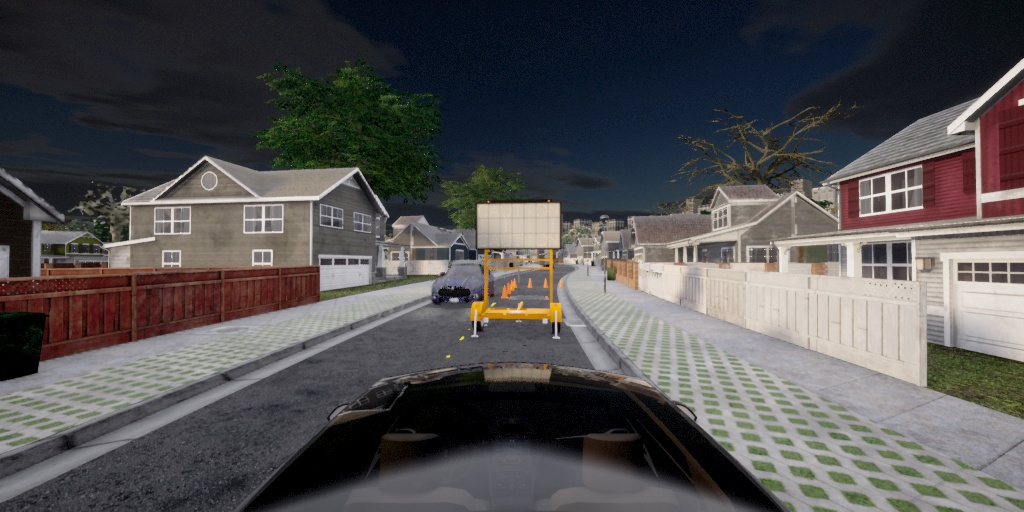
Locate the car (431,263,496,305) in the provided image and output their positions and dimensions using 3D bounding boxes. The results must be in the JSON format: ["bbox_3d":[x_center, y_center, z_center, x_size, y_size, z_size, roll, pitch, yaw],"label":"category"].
[{"bbox_3d":[-2.034,1.118,16.052,2.097,1.767,4.553,0,0,5],"label":"car"}]

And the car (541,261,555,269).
[{"bbox_3d":[5.919,1.372,58.115,1.837,1.490,4.892,0,0,10],"label":"car"}]

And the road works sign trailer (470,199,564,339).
[{"bbox_3d":[0.196,0.220,10.165,2.380,3.560,2.880,0,0,5],"label":"road works sign trailer"}]
